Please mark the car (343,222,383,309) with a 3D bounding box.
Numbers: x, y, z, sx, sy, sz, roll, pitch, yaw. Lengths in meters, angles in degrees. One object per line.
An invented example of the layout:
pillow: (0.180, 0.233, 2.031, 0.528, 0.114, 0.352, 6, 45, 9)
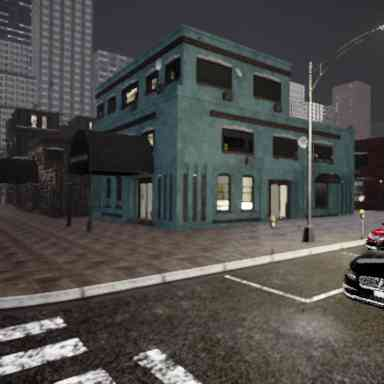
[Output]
car: (5.147, 1.463, 7.035, 4.892, 1.490, 1.837, 0, 0, -36)
